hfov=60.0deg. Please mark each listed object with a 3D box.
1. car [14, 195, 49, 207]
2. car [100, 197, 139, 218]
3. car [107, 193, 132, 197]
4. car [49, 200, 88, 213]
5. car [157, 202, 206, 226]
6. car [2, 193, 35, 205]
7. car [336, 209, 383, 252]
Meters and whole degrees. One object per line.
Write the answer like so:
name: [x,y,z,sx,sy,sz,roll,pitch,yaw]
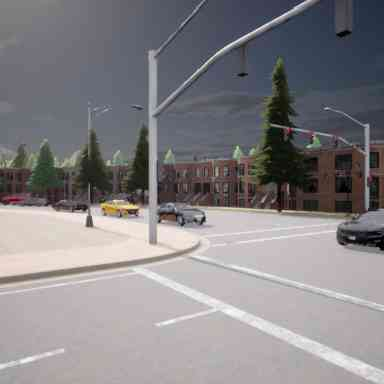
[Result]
car: [-24.113,1.547,51.176,5.357,1.411,2.033,0,0,17]
car: [-6.732,1.478,30.902,1.882,1.535,5.008,0,0,-40]
car: [-11.081,1.221,49.026,5.566,2.045,2.150,0,0,33]
car: [-13.904,1.601,37.963,4.718,1.301,1.895,0,0,37]
car: [-0.978,1.492,23.340,2.128,1.511,4.902,0,0,-36]
car: [-28.975,1.221,55.963,5.566,2.045,2.150,0,0,10]
car: [8.121,1.477,14.103,5.008,1.535,1.882,0,0,-36]
